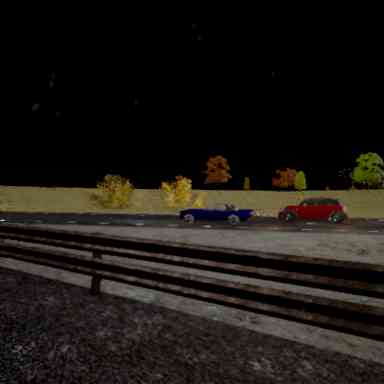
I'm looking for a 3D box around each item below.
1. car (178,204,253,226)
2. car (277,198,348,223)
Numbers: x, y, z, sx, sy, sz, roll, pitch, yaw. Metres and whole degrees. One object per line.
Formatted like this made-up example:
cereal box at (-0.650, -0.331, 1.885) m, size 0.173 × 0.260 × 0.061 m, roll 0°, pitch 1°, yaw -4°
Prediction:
car at (1.506, 1.407, 21.596) m, size 4.718 × 1.301 × 1.895 m, roll 0°, pitch 0°, yaw 18°
car at (8.275, 1.185, 23.109) m, size 4.553 × 1.767 × 2.097 m, roll 0°, pitch 0°, yaw 18°
